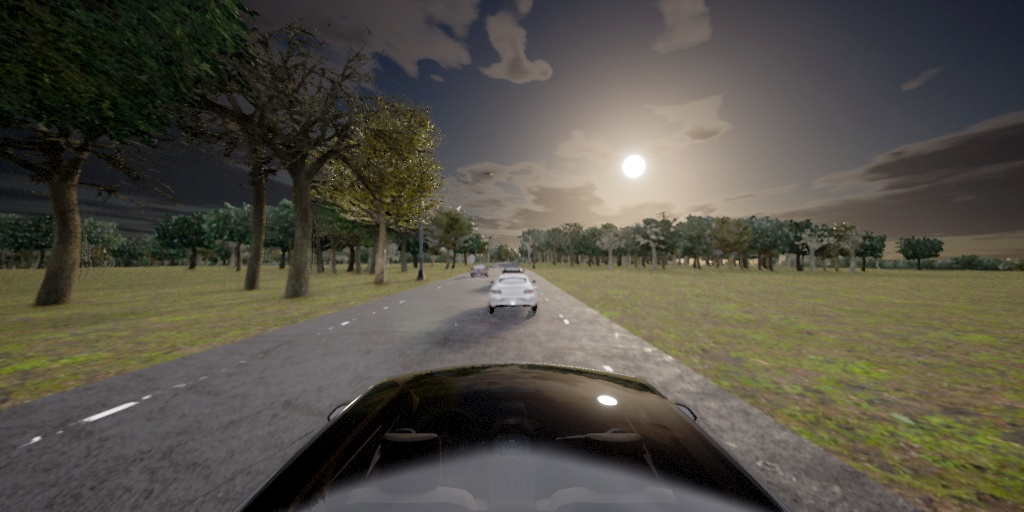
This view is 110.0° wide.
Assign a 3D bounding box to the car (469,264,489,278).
[{"bbox_3d":[-3.529,1.650,39.535,1.812,1.442,4.674,0,0,0],"label":"car"}]

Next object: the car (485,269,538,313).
[{"bbox_3d":[0.050,1.427,14.815,1.812,1.442,4.674,-1,-1,1],"label":"car"}]

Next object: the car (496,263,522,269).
[{"bbox_3d":[0.063,1.534,29.170,2.128,1.511,4.902,0,0,1],"label":"car"}]
